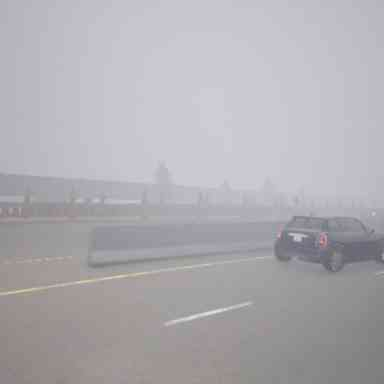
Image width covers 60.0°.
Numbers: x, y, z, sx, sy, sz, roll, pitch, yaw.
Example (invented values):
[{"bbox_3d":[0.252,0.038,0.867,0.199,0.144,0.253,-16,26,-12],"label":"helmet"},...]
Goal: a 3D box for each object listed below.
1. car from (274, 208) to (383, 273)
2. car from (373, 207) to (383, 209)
[{"bbox_3d":[5.027,1.569,11.629,4.553,1.767,2.097,3,-1,-35],"label":"car"},{"bbox_3d":[22.978,2.731,41.815,4.553,1.767,2.097,3,-2,-35],"label":"car"}]
